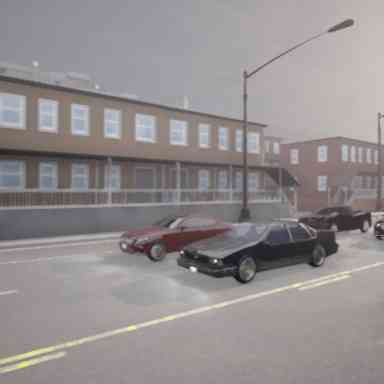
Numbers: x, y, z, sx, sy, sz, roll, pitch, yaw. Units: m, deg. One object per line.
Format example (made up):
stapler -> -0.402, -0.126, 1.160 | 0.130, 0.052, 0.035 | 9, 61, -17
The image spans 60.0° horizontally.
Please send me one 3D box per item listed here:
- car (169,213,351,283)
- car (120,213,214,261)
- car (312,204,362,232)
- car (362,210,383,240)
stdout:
car -> 2.202, 1.546, 9.867 | 5.357, 1.411, 2.033 | 0, 0, -35
car -> -0.341, 1.525, 12.350 | 4.674, 1.442, 1.812 | 0, 0, -35
car -> 7.884, 1.471, 18.233 | 5.008, 1.535, 1.882 | 0, 0, -35
car -> 10.540, 1.489, 15.825 | 4.902, 1.511, 2.128 | 0, 0, -35
